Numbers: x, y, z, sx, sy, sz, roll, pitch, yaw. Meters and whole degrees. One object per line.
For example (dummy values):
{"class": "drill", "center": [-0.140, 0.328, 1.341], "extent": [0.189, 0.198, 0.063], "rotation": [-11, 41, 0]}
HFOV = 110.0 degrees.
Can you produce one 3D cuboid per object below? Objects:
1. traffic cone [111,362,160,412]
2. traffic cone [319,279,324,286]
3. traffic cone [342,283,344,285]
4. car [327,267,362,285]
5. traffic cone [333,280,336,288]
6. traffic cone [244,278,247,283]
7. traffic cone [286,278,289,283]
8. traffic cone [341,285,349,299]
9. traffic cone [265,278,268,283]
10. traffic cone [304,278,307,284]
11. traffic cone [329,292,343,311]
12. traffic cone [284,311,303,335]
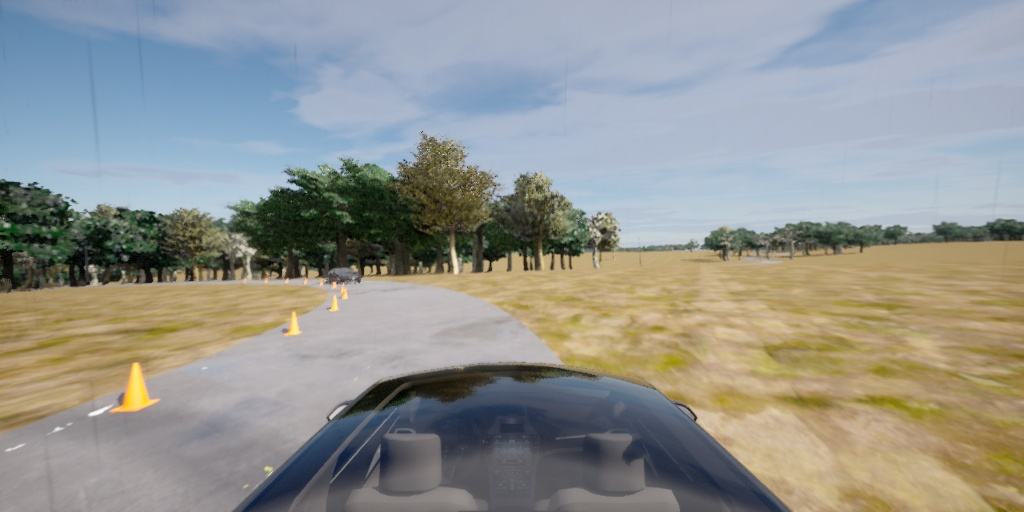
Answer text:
{"class": "traffic cone", "center": [-5.112, 1.748, 4.878], "extent": [0.340, 0.580, 0.340], "rotation": [0, 0, -5]}
{"class": "traffic cone", "center": [-16.160, 2.227, 30.443], "extent": [0.340, 0.580, 0.340], "rotation": [0, 0, -41]}
{"class": "traffic cone", "center": [-10.713, 2.015, 22.759], "extent": [0.340, 0.580, 0.340], "rotation": [0, 0, -29]}
{"class": "car", "center": [-15.385, 1.786, 32.754], "extent": [1.837, 1.490, 4.892], "rotation": [0, -1, -44]}
{"class": "traffic cone", "center": [-13.236, 2.114, 26.743], "extent": [0.340, 0.580, 0.340], "rotation": [0, 0, -35]}
{"class": "traffic cone", "center": [-31.262, 2.876, 42.048], "extent": [0.340, 0.580, 0.340], "rotation": [0, 0, 31]}
{"class": "traffic cone", "center": [-23.082, 2.513, 36.830], "extent": [0.340, 0.580, 0.340], "rotation": [0, 0, 37]}
{"class": "traffic cone", "center": [-8.619, 1.921, 18.534], "extent": [0.340, 0.580, 0.340], "rotation": [0, 0, -23]}
{"class": "traffic cone", "center": [-27.045, 2.686, 39.490], "extent": [0.340, 0.580, 0.340], "rotation": [0, 0, 32]}
{"class": "traffic cone", "center": [-19.454, 2.360, 33.817], "extent": [0.340, 0.580, 0.340], "rotation": [0, 0, 43]}
{"class": "traffic cone", "center": [-6.976, 1.833, 14.113], "extent": [0.340, 0.580, 0.340], "rotation": [0, 0, -17]}
{"class": "traffic cone", "center": [-5.802, 1.770, 9.544], "extent": [0.340, 0.580, 0.340], "rotation": [0, 0, -11]}
